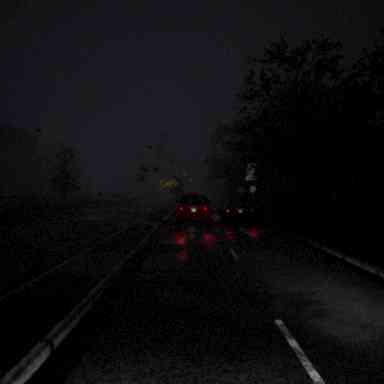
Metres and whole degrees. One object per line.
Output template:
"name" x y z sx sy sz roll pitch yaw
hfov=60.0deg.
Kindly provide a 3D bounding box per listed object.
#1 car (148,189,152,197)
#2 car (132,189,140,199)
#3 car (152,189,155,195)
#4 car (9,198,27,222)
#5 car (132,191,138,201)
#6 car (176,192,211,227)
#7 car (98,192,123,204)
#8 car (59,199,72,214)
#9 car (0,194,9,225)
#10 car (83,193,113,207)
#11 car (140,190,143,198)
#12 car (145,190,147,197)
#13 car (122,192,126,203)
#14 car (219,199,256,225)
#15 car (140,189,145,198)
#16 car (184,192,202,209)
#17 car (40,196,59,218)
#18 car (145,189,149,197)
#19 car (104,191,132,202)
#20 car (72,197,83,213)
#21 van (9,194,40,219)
"car" -13.784 0.657 87.721 4.792 1.488 2.163 -1 1 -20
"car" -13.853 0.798 66.680 5.566 2.045 2.435 -1 1 -20
"car" -13.787 0.312 90.718 5.566 2.045 2.435 -1 1 -20
"car" -13.850 1.409 21.716 4.892 1.521 2.231 -1 1 -20
"car" -13.655 1.085 63.756 5.366 1.575 1.946 -1 0 -20
"car" 0.102 1.132 22.090 2.150 2.045 5.566 0 0 0
"car" -14.007 1.216 51.610 5.366 1.575 1.946 -1 1 -20
"car" -13.845 1.391 30.663 4.674 1.452 2.002 -1 1 -20
"car" -13.836 1.175 18.746 5.566 2.045 2.435 -1 0 -20
"car" -13.814 1.286 45.687 4.792 1.488 2.163 -1 0 -20
"car" -13.823 0.990 72.708 4.674 1.452 2.002 -1 1 -20
"car" -13.819 0.867 78.706 4.674 1.452 2.002 -1 1 -20
"car" -13.837 1.231 54.683 4.674 1.452 2.002 -1 0 -20
"car" 3.102 1.254 23.431 2.097 1.767 4.553 0 0 0
"car" -13.851 0.763 75.693 4.553 1.767 2.185 -1 1 -20
"car" 0.103 1.004 42.702 2.150 2.045 5.566 0 0 0
"car" -13.824 1.244 27.689 4.553 1.767 2.185 -1 1 -20
"car" -13.807 0.762 81.705 5.008 1.535 2.097 -1 2 -20
"car" -13.808 0.914 57.700 5.566 2.045 2.435 -1 0 -20
"car" -13.822 1.361 33.681 4.792 1.488 2.163 -1 0 -20
"van" -13.965 1.165 24.654 4.442 1.987 1.878 -1 1 -20
